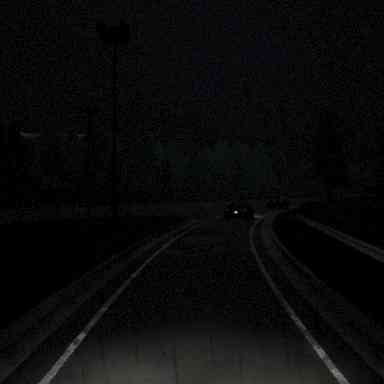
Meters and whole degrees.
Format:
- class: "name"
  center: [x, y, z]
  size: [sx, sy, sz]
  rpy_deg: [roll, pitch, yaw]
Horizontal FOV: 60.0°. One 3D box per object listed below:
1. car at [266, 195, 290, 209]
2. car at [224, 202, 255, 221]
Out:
- class: "car"
  center: [11.296, 1.184, 43.327]
  size: [2.097, 1.767, 4.553]
  rpy_deg: [0, 0, 29]
- class: "car"
  center: [3.819, 1.455, 26.446]
  size: [1.994, 1.385, 4.181]
  rpy_deg: [0, 0, 17]
